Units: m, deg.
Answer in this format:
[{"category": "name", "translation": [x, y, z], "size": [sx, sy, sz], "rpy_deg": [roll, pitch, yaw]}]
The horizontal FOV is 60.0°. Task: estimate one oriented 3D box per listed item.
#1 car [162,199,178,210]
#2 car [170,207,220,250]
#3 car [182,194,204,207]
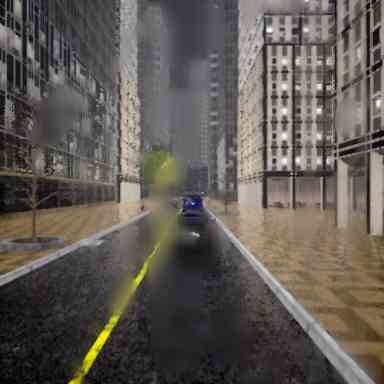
[{"category": "car", "translation": [-2.837, 1.621, 43.912], "size": [1.994, 1.385, 4.181], "rpy_deg": [0, 0, 0]}, {"category": "car", "translation": [0.096, 1.567, 14.295], "size": [1.994, 1.385, 4.181], "rpy_deg": [0, 0, 0]}, {"category": "car", "translation": [0.095, 1.258, 35.642], "size": [2.150, 2.045, 5.566], "rpy_deg": [0, 0, 0]}]
